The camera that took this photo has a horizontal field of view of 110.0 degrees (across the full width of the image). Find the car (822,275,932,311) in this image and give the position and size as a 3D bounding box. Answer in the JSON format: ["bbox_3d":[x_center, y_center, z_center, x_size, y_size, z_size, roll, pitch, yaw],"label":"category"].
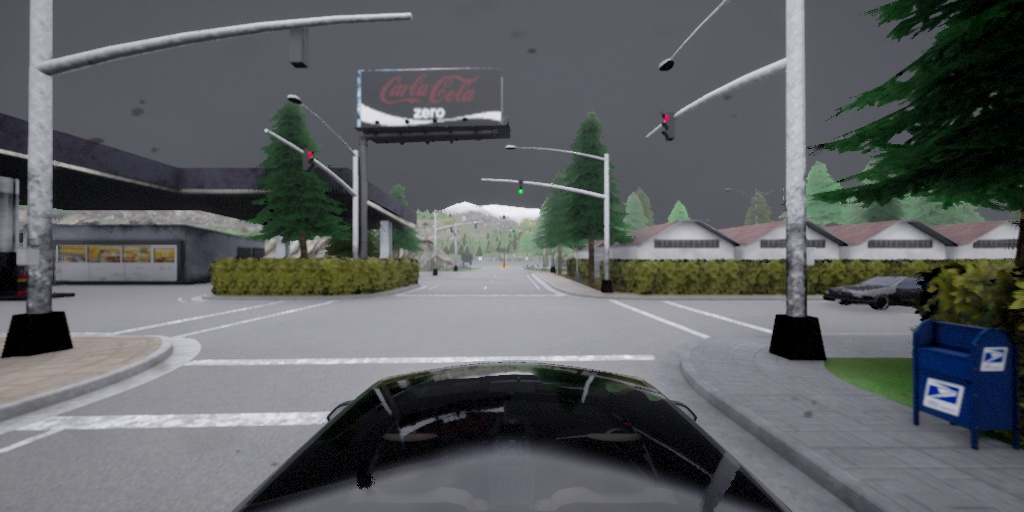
[{"bbox_3d":[16.901,1.562,15.658,5.357,1.411,2.033,0,0,0],"label":"car"}]
